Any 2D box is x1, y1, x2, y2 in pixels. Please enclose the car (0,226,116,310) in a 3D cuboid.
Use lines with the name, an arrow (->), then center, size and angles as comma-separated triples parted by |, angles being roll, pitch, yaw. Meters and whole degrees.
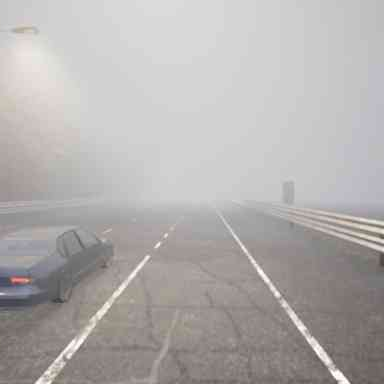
car -> -3.376, 1.533, 8.042 | 2.033, 1.411, 5.357 | 0, 0, 2
